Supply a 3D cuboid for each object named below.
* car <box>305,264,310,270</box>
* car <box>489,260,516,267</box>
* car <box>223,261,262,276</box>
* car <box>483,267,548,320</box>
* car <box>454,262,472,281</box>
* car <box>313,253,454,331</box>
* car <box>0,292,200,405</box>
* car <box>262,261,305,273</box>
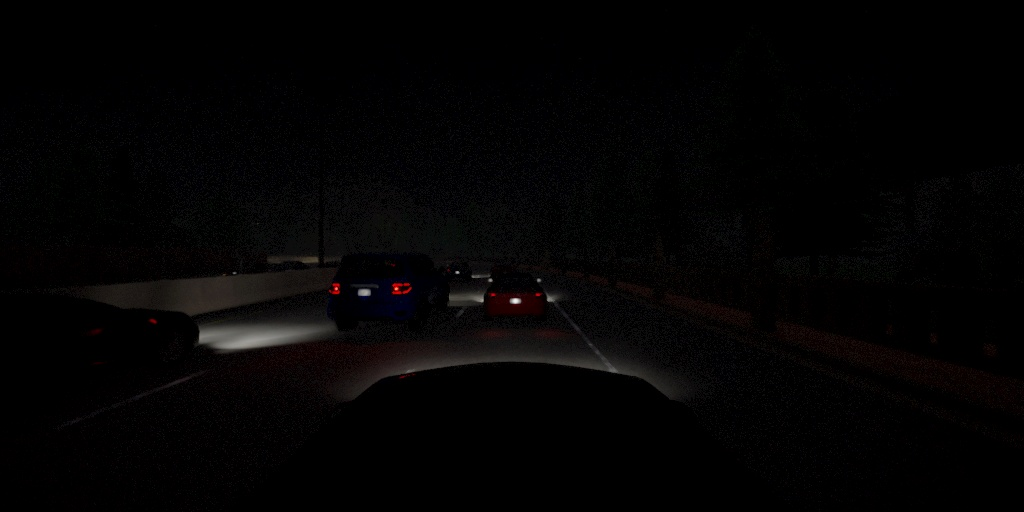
[{"bbox_3d":[-15.157,1.157,29.996,1.994,1.385,4.181,0,0,-9],"label":"car"},{"bbox_3d":[-0.783,1.075,29.215,1.882,1.535,5.008,0,0,-7],"label":"car"},{"bbox_3d":[-22.297,1.155,30.364,1.994,1.385,4.181,0,0,-9],"label":"car"},{"bbox_3d":[0.097,1.255,12.307,1.994,1.385,4.181,0,0,0],"label":"car"},{"bbox_3d":[-4.187,1.167,28.196,1.994,1.385,4.181,0,0,-6],"label":"car"},{"bbox_3d":[-3.400,0.920,10.939,2.150,2.045,5.566,0,0,0],"label":"car"},{"bbox_3d":[-6.900,1.238,4.846,1.837,1.490,4.892,0,0,0],"label":"car"},{"bbox_3d":[-18.746,1.116,30.393,1.812,1.442,4.674,0,0,-9],"label":"car"}]
